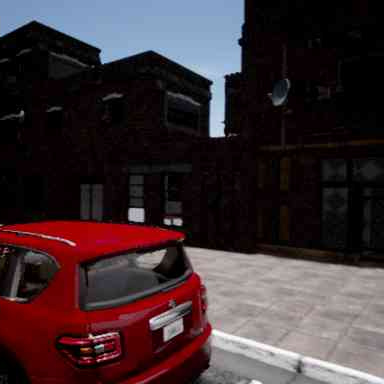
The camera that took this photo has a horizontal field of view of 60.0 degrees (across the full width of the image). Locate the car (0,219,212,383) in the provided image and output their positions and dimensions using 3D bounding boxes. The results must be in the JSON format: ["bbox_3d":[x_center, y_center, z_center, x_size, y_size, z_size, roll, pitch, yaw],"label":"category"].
[{"bbox_3d":[-2.111,1.300,4.361,5.009,1.841,2.192,0,1,36],"label":"car"}]
